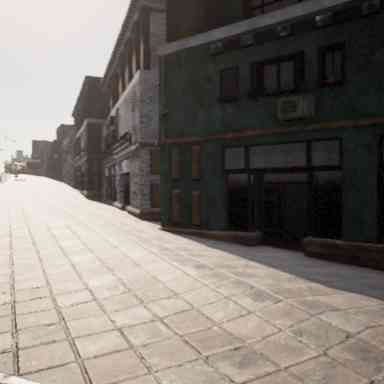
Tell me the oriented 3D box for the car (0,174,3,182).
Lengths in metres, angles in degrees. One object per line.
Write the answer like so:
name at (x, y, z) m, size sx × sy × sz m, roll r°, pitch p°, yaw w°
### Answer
car at (-31.043, -2.421, 52.465) m, size 2.033 × 1.411 × 5.357 m, roll -1°, pitch 5°, yaw -27°
